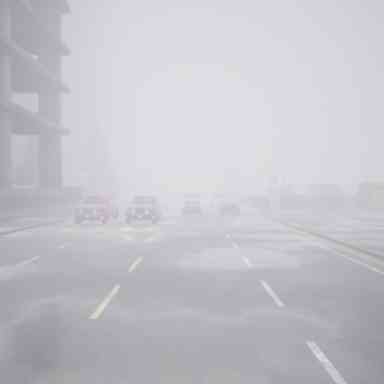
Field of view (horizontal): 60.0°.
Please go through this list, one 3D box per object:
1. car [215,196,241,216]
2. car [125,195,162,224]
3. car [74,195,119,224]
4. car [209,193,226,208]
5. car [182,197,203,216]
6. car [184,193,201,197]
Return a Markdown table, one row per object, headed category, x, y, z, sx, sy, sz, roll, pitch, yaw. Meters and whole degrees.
| category | x | y | z | sx | sy | sz | roll | pitch | yaw |
| --- | --- | --- | --- | --- | --- | --- | --- | --- | --- |
| car | 3.526 | 1.452 | 32.107 | 1.812 | 1.442 | 4.674 | 0 | 0 | 0 |
| car | -3.481 | 1.269 | 24.939 | 2.150 | 2.045 | 5.566 | 0 | 0 | 0 |
| car | -6.981 | 1.268 | 24.942 | 2.150 | 2.045 | 5.566 | 0 | 0 | 0 |
| car | 3.568 | 1.119 | 45.022 | 2.150 | 2.045 | 5.566 | 0 | 0 | 1 |
| car | 0.025 | 1.475 | 31.587 | 2.033 | 1.411 | 5.357 | 0 | 0 | 0 |
| car | 0.065 | 1.115 | 44.802 | 2.150 | 2.045 | 5.566 | 0 | 0 | 1 |
